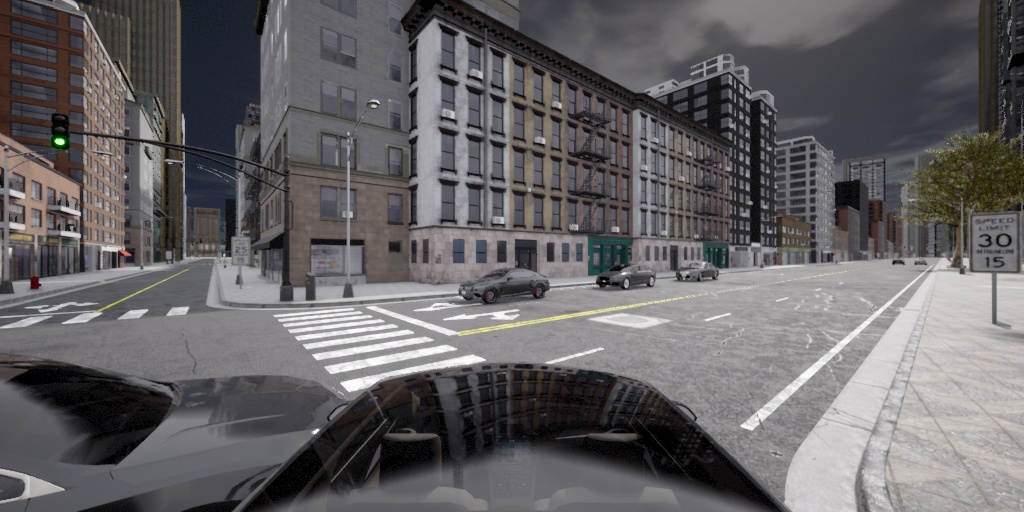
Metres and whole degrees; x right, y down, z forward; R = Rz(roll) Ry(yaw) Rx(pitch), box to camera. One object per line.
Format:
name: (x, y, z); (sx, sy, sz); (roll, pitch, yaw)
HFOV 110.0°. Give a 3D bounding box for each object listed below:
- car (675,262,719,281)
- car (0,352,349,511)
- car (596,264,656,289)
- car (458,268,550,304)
car: (15.290, 1.227, 29.503); (4.902, 1.511, 2.128); (0, 0, -40)
car: (-3.244, 1.257, 1.600); (4.892, 1.490, 1.837); (0, 0, -35)
car: (7.362, 1.252, 22.932); (4.892, 1.490, 1.837); (0, 0, -40)
car: (-0.250, 1.283, 16.611); (4.674, 1.442, 1.812); (0, 0, -40)
